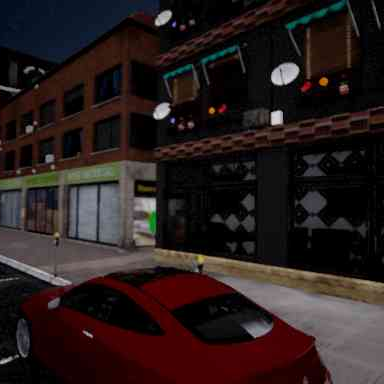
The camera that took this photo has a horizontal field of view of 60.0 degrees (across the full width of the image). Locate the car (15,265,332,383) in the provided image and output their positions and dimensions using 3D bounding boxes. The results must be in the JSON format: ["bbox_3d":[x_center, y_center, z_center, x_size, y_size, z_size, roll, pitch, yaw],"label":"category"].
[{"bbox_3d":[-0.678,1.704,4.287,1.812,1.442,4.674,3,-3,-45],"label":"car"}]
